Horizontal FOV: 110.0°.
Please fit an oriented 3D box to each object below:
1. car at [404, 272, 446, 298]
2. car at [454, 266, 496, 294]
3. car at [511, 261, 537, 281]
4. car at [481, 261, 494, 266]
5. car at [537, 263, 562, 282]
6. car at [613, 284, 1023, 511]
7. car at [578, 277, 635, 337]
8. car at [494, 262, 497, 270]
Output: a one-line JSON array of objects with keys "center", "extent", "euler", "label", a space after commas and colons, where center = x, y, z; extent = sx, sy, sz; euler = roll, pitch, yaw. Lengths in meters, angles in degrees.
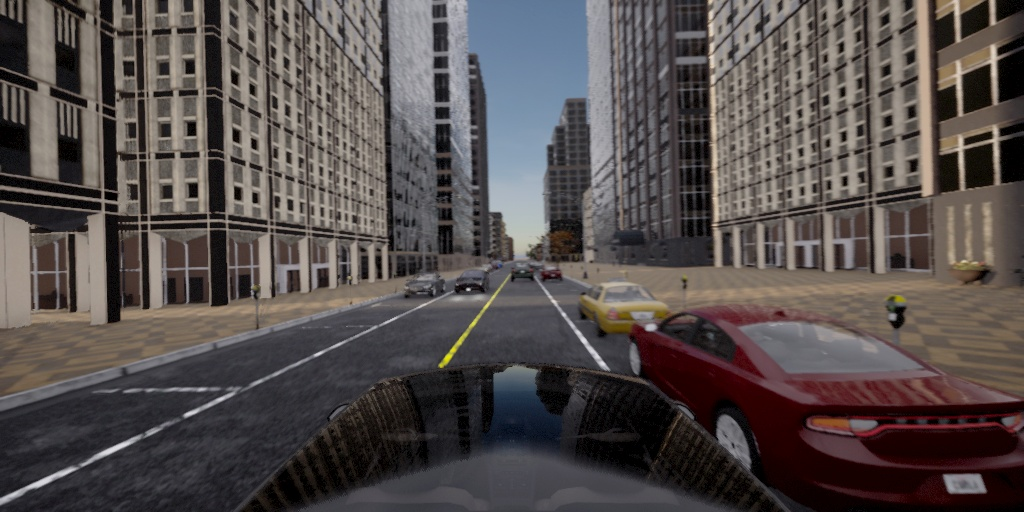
[{"center": [-5.119, 1.652, 21.509], "extent": [2.007, 1.370, 4.403], "euler": [0, 0, 2], "label": "car"}, {"center": [-2.467, 1.600, 23.560], "extent": [2.033, 1.411, 5.357], "euler": [-2, -1, 2], "label": "car"}, {"center": [0.986, 1.426, 34.148], "extent": [2.097, 1.767, 4.553], "euler": [-2, -1, 2], "label": "car"}, {"center": [-4.206, 1.964, 55.174], "extent": [1.751, 1.417, 4.829], "euler": [0, 0, 2], "label": "car"}, {"center": [3.562, 1.534, 32.576], "extent": [1.888, 1.381, 4.507], "euler": [0, 0, 2], "label": "car"}, {"center": [2.797, 1.250, 4.373], "extent": [1.888, 1.381, 4.507], "euler": [0, 0, 2], "label": "car"}, {"center": [2.955, 1.287, 10.184], "extent": [1.751, 1.417, 4.829], "euler": [0, 0, 2], "label": "car"}, {"center": [-4.048, 2.075, 60.983], "extent": [1.802, 1.307, 4.207], "euler": [0, 0, 2], "label": "car"}]
